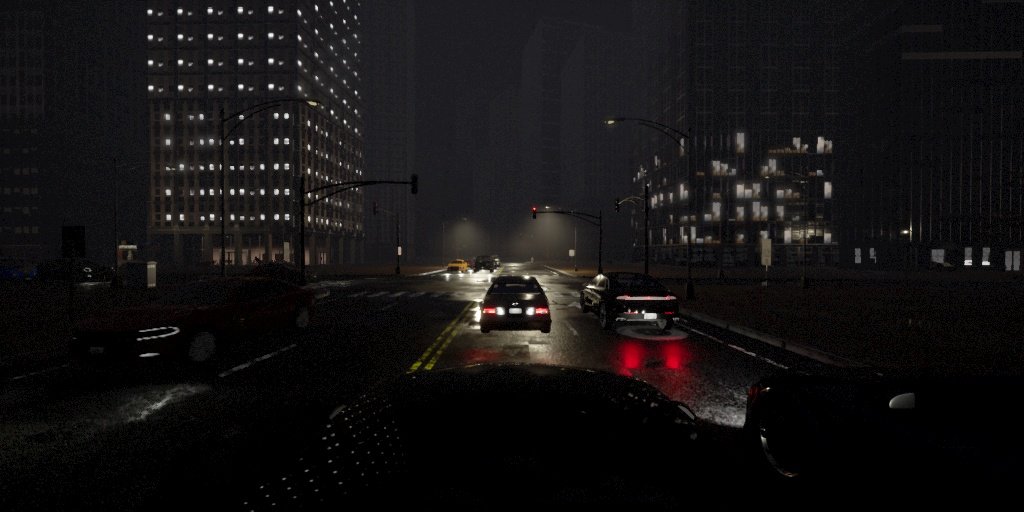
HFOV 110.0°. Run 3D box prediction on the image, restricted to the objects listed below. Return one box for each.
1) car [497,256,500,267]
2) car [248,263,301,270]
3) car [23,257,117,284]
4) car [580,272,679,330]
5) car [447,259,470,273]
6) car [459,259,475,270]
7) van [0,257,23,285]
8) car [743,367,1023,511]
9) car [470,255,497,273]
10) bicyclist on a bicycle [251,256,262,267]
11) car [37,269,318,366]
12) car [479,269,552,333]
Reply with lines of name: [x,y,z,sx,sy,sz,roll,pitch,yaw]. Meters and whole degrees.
car: [-3.286,1.049,52.836,2.097,1.767,4.553,0,0,0]
car: [-16.520,1.204,25.834,4.674,1.442,1.812,0,1,-1]
car: [-31.833,0.958,26.157,4.553,1.767,2.097,0,0,2]
car: [3.356,1.238,11.085,2.128,1.511,4.902,0,0,0]
car: [-6.548,1.193,43.206,1.882,1.535,5.008,0,0,0]
car: [-6.535,1.223,52.618,1.812,1.442,4.674,0,0,0]
van: [-33.909,0.960,23.625,3.998,1.789,1.690,0,0,1]
car: [3.354,1.314,1.928,1.994,1.385,4.181,0,0,0]
car: [-3.299,0.938,42.882,2.150,2.045,5.566,0,0,0]
bicyclist on a bicycle: [-24.665,0.868,34.704,0.582,1.620,1.656,0,1,1]
car: [-6.543,1.225,8.165,1.882,1.535,5.008,0,0,1]
car: [0.109,1.294,10.672,2.033,1.411,5.357,0,0,1]
